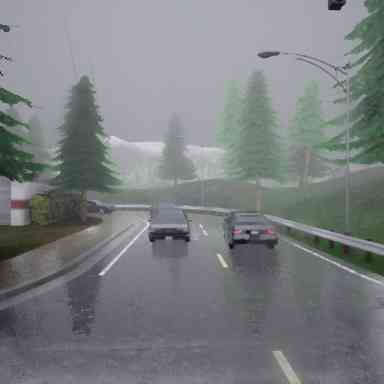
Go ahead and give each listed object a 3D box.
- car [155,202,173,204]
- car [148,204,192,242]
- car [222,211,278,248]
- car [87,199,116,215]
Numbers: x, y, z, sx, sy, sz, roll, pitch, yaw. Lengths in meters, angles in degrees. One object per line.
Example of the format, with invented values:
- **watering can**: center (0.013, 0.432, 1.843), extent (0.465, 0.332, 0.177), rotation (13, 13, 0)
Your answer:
- **car**: center (-2.166, 1.529, 26.632), extent (2.033, 1.411, 5.357), rotation (0, 0, -17)
- **car**: center (-1.033, 1.533, 16.490), extent (2.033, 1.411, 5.357), rotation (0, 0, -2)
- **car**: center (2.391, 1.536, 14.680), extent (2.033, 1.411, 5.357), rotation (0, 0, 2)
- **car**: center (-10.049, 1.486, 33.368), extent (4.892, 1.490, 1.837), rotation (0, 0, 9)
